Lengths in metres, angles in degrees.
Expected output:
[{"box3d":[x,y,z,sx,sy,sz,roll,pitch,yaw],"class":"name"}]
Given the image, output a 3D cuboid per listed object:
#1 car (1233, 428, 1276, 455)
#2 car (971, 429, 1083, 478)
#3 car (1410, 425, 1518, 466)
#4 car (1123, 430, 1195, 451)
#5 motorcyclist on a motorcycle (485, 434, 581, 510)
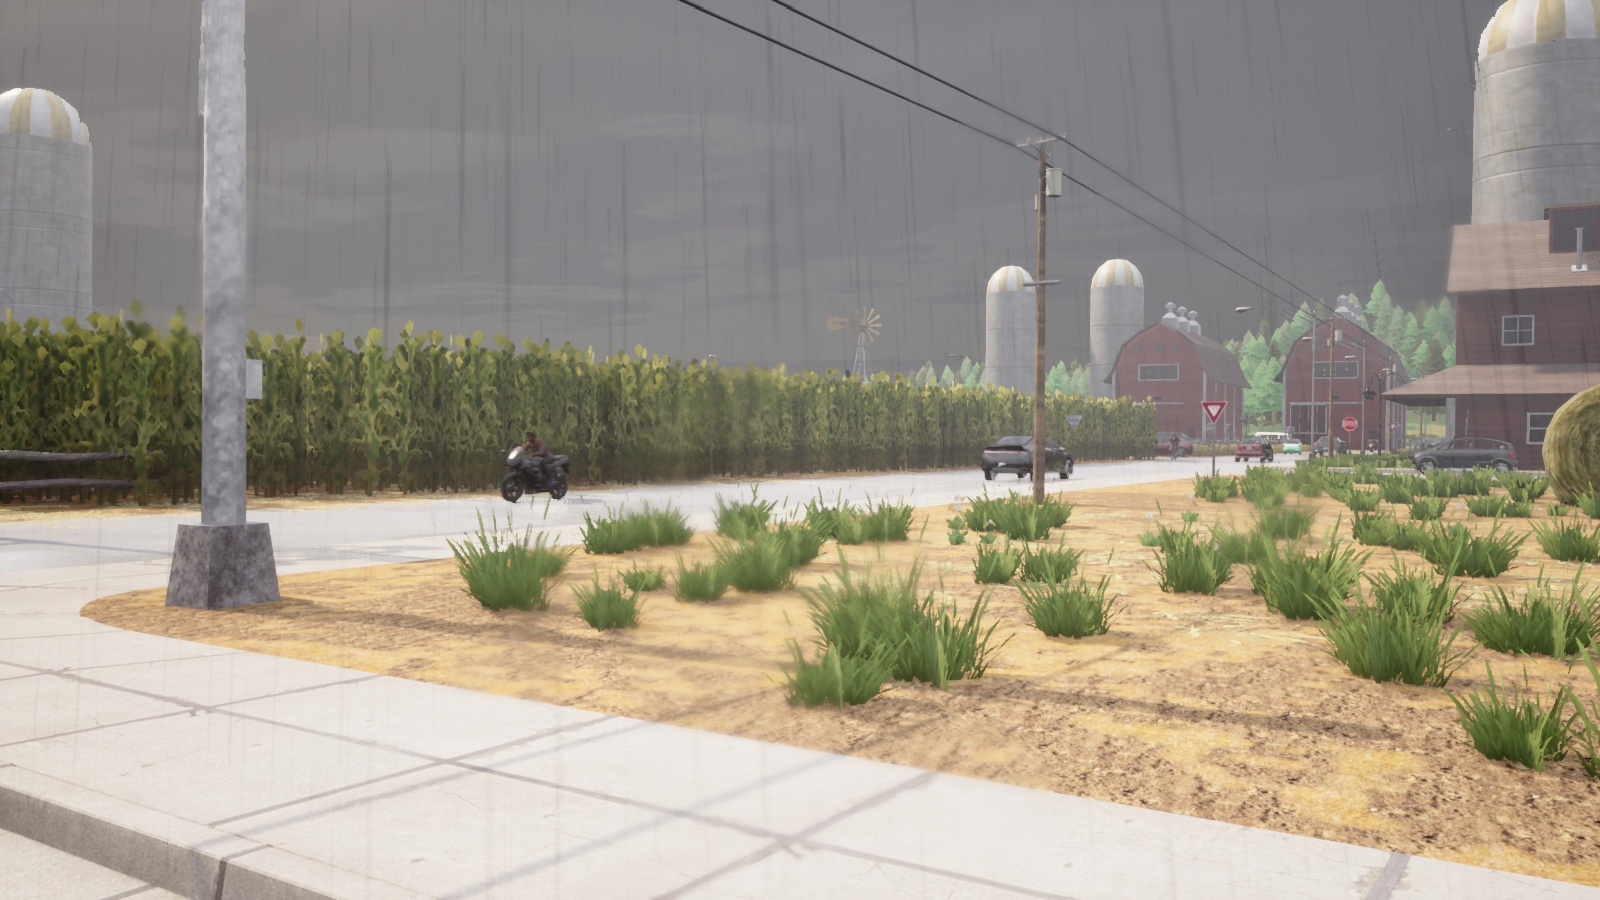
[{"box3d":[27.304,-0.529,75.387,1.789,1.549,3.705,0,1,30],"class":"car"},{"box3d":[7.684,0.078,42.111,2.128,1.511,4.902,0,1,31],"class":"car"},{"box3d":[26.135,-0.194,49.466,3.705,1.549,1.789,0,1,30],"class":"car"},{"box3d":[25.514,-0.685,89.398,4.792,1.488,2.163,0,1,13],"class":"car"},{"box3d":[-5.602,0.438,26.472,0.797,1.523,2.044,0,1,31],"class":"motorcyclist on a motorcycle"}]
